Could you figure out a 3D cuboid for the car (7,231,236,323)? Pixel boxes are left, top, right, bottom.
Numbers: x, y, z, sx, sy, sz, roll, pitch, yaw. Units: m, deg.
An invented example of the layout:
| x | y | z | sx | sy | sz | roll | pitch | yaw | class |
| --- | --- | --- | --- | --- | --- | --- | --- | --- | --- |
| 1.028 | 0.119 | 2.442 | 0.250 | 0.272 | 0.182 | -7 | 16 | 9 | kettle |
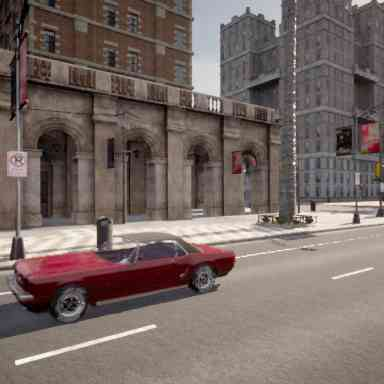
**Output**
| x | y | z | sx | sy | sz | roll | pitch | yaw | class |
| --- | --- | --- | --- | --- | --- | --- | --- | --- | --- |
| -1.353 | 1.601 | 7.320 | 4.718 | 1.301 | 1.895 | 0 | 0 | -35 | car |
